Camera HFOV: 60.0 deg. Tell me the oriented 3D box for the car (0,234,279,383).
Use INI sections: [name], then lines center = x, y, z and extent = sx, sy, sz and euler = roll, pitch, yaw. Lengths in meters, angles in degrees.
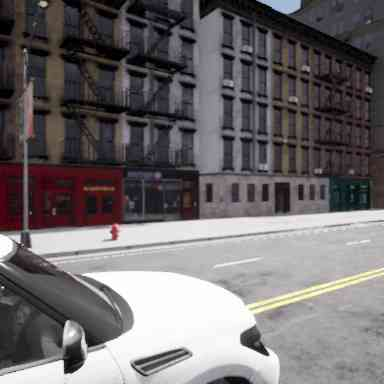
[car]
center = -1.906, 1.221, 2.083
extent = 5.566, 2.045, 2.150
euler = 0, 0, -35
